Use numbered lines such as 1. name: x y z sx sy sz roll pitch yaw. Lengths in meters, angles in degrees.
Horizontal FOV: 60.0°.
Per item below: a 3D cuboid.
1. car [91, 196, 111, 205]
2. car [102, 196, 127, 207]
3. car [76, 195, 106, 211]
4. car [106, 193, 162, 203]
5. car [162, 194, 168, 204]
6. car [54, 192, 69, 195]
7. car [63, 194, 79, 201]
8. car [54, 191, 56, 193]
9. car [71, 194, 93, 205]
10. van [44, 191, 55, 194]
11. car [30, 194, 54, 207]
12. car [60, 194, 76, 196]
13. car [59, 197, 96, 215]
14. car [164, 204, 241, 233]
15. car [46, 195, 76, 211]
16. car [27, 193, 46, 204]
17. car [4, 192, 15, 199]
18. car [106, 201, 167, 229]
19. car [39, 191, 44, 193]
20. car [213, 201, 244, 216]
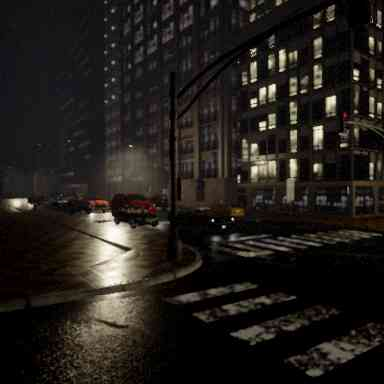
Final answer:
1. car: -14.142 1.257 51.549 1.802 1.307 4.206 0 0 -35
2. car: -10.931 1.269 46.910 1.887 1.381 4.507 0 0 -35
3. car: -10.707 1.193 36.410 2.097 1.767 4.553 0 1 -35
4. car: -5.098 1.148 28.293 2.150 2.045 5.566 0 1 -34
5. car: -4.509 1.138 37.632 2.192 1.841 5.009 0 0 -35
6. car: -22.594 1.157 59.189 1.994 1.385 4.181 0 1 -35
7. car: -23.773 1.068 65.465 1.887 1.381 4.507 0 0 -35
8. car: -26.983 0.913 70.103 1.967 1.590 4.097 0 0 -35
9. car: -16.917 1.160 50.994 1.882 1.535 5.008 0 1 -35
10. van: -33.403 0.712 79.379 1.690 1.788 3.998 0 0 -35
11. car: -21.011 1.315 46.748 1.802 1.307 4.206 0 0 -35
12. car: -16.460 1.353 44.795 1.895 1.301 4.718 0 1 -34
13. car: -11.377 1.447 32.830 1.947 1.339 4.313 0 0 -35
14. car: 0.491 1.611 20.245 1.895 1.301 4.718 0 1 -35
15. car: -14.589 1.383 37.469 2.008 1.369 4.403 0 0 -35
16. car: -24.222 1.228 51.388 1.887 1.381 4.507 0 0 -35
17. car: -43.489 0.818 79.226 1.967 1.590 4.097 0 0 -35
18. car: -3.726 1.547 21.824 2.008 1.369 4.403 0 0 -35
19. car: -36.615 0.870 84.019 2.008 1.369 4.403 0 0 -35
20. car: 2.258 1.451 27.787 1.752 1.417 4.829 0 0 -35
